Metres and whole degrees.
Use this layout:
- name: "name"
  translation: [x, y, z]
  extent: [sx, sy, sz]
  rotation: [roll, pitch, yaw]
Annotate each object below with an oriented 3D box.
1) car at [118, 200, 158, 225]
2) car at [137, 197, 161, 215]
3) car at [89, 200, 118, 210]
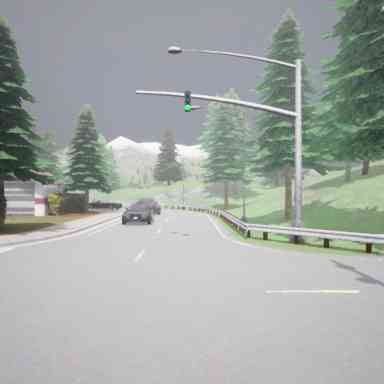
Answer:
- name: "car"
  translation: [-3.851, 1.561, 24.252]
  extent: [1.994, 1.385, 4.181]
  rotation: [0, 0, -2]
- name: "car"
  translation: [-4.633, 1.348, 34.047]
  extent: [2.097, 1.767, 4.553]
  rotation: [0, 0, -19]
- name: "car"
  translation: [-11.166, 1.603, 41.820]
  extent: [4.718, 1.301, 1.895]
  rotation: [0, 0, 14]
